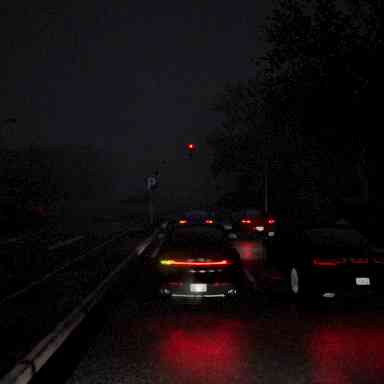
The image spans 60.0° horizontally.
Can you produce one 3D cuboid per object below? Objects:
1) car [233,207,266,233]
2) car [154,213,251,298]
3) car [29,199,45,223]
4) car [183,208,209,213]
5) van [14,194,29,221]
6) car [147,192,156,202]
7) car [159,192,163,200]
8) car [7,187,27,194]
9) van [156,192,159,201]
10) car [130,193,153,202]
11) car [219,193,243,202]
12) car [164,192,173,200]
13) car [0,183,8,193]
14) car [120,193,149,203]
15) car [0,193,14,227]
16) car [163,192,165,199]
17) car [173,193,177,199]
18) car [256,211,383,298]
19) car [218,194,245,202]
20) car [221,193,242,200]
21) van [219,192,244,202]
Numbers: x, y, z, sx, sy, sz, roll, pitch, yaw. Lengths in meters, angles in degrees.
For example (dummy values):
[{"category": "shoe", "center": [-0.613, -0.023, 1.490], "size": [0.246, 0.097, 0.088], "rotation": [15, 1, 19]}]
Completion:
[{"category": "car", "center": [3.235, 1.550, 17.913], "size": [1.812, 1.442, 4.674], "rotation": [0, 0, 1]}, {"category": "car", "center": [0.140, 1.515, 8.536], "size": [1.837, 1.490, 4.892], "rotation": [0, 0, 0]}, {"category": "car", "center": [-13.525, 1.403, 24.957], "size": [4.553, 1.767, 2.185], "rotation": [-1, 0, -19]}, {"category": "car", "center": [0.216, 1.551, 17.660], "size": [1.812, 1.442, 4.674], "rotation": [0, 0, 1]}, {"category": "van", "center": [-13.513, 1.297, 21.979], "size": [4.442, 1.987, 1.878], "rotation": [-1, 0, -19]}, {"category": "car", "center": [-10.522, 1.315, 65.743], "size": [5.366, 1.575, 1.946], "rotation": [-1, 0, -14]}, {"category": "car", "center": [-9.697, 1.321, 74.703], "size": [4.892, 1.521, 2.231], "rotation": [-1, 0, -13]}, {"category": "car", "center": [-27.940, 0.137, 53.694], "size": [2.002, 1.452, 4.674], "rotation": [6, -3, -19]}, {"category": "van", "center": [-9.938, 1.093, 71.732], "size": [4.442, 1.987, 1.878], "rotation": [-1, 0, -14]}, {"category": "car", "center": [-10.416, 1.196, 68.694], "size": [4.553, 1.767, 2.185], "rotation": [-1, 0, -14]}, {"category": "car", "center": [7.955, 1.141, 68.236], "size": [4.553, 1.767, 2.185], "rotation": [1, 0, -13]}, {"category": "car", "center": [-8.086, 1.357, 86.675], "size": [4.674, 1.452, 2.002], "rotation": [-1, 0, -12]}, {"category": "car", "center": [-30.934, -0.426, 53.767], "size": [2.435, 2.045, 5.566], "rotation": [6, -3, -19]}, {"category": "car", "center": [-11.180, 1.358, 62.754], "size": [4.792, 1.488, 2.163], "rotation": [-1, 0, -15]}, {"category": "car", "center": [-13.643, 1.267, 18.943], "size": [5.566, 2.045, 2.435], "rotation": [-1, 0, -19]}, {"category": "car", "center": [-9.311, 1.359, 77.696], "size": [4.674, 1.452, 2.002], "rotation": [-1, 0, -13]}, {"category": "car", "center": [-7.623, 1.064, 89.679], "size": [5.566, 2.045, 2.435], "rotation": [-1, 0, -12]}, {"category": "car", "center": [3.140, 1.488, 8.573], "size": [1.882, 1.535, 5.008], "rotation": [0, 0, 0]}, {"category": "car", "center": [8.504, 1.264, 71.227], "size": [5.366, 1.575, 1.946], "rotation": [1, 0, -13]}, {"category": "car", "center": [9.809, 1.129, 82.927], "size": [4.553, 1.767, 2.185], "rotation": [1, 0, -12]}, {"category": "van", "center": [7.558, 1.042, 65.268], "size": [4.442, 1.987, 1.878], "rotation": [1, 0, -14]}]
